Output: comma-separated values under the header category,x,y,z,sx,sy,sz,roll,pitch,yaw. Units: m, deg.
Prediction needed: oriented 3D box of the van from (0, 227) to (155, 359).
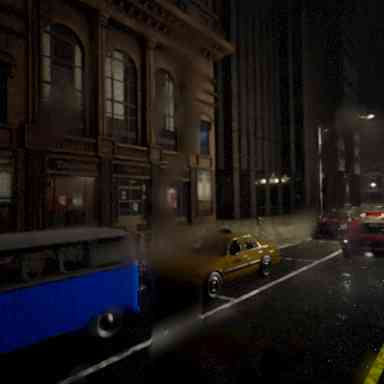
category,x,y,z,sx,sy,sz,roll,pitch,yaw
van,-2.629,1.509,4.902,1.690,1.788,3.998,-2,-2,39

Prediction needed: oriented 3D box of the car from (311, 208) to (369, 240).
category,x,y,z,sx,sy,sz,roll,pitch,yaw
car,7.911,1.721,17.992,1.967,1.590,4.097,-2,-2,39

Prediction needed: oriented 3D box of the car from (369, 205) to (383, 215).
category,x,y,z,sx,sy,sz,roll,pitch,yaw
car,14.936,1.797,26.719,1.967,1.590,4.097,-2,-2,39

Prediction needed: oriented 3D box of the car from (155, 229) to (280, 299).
category,x,y,z,sx,sy,sz,roll,pitch,yaw
car,0.780,1.729,9.130,1.752,1.417,4.829,-2,-2,39

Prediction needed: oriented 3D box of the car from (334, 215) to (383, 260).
category,x,y,z,sx,sy,sz,roll,pitch,yaw
car,7.203,1.773,12.705,1.895,1.301,4.718,-2,-2,39
